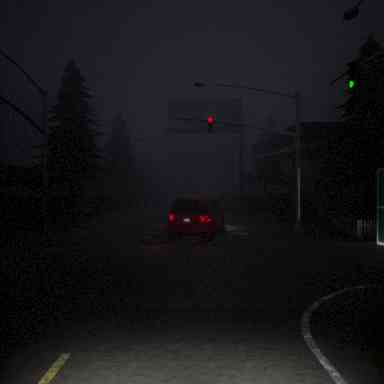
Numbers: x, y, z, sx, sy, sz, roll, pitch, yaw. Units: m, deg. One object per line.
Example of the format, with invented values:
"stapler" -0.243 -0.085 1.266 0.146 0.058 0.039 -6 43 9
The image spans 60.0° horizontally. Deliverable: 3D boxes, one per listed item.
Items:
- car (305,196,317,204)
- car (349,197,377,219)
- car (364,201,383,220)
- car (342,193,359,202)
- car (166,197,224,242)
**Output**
"car" 22.550 1.553 64.010 1.970 1.475 3.806 0 0 0
"car" 14.387 1.505 24.949 3.866 1.878 1.905 0 0 0
"car" 18.718 1.672 30.616 4.611 1.667 2.242 0 0 0
"car" 34.960 1.490 71.792 2.007 1.523 4.514 0 0 0
"car" 0.322 1.297 17.191 2.150 2.045 5.566 2 1 12
